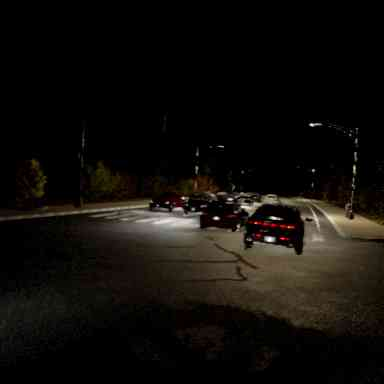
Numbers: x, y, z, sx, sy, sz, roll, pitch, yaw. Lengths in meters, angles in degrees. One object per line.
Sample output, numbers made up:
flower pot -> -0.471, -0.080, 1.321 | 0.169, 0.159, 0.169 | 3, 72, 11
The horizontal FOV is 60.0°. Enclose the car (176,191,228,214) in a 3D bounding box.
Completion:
car -> 0.925, 0.923, 25.464 | 2.128, 1.511, 4.902 | 4, 1, 19

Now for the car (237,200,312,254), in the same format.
car -> 3.196, 1.234, 12.135 | 1.837, 1.490, 4.892 | 5, 0, 21

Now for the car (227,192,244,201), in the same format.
car -> 7.292, 0.697, 55.188 | 1.895, 1.301, 4.718 | 4, 1, 17

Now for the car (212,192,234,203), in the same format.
car -> 4.258, 0.709, 45.320 | 1.994, 1.385, 4.181 | 4, 1, 18

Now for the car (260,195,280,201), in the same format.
car -> 10.138, 1.099, 42.154 | 1.812, 1.442, 4.674 | 4, 1, 18

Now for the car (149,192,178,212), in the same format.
car -> -1.825, 0.744, 27.427 | 1.812, 1.442, 4.674 | 4, 1, 19

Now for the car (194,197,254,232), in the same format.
car -> 1.892, 1.242, 18.010 | 1.994, 1.385, 4.181 | 4, 2, 20

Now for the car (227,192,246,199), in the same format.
car -> 3.836, 0.963, 33.862 | 1.994, 1.385, 4.181 | 4, 1, 19

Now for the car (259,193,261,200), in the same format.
car -> 10.061, 0.802, 53.113 | 2.128, 1.511, 4.902 | 4, 1, 17

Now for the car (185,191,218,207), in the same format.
car -> 1.168, 0.677, 36.046 | 2.128, 1.511, 4.902 | 4, 2, 19

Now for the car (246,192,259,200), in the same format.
car -> 7.041, 0.850, 43.355 | 2.128, 1.511, 4.902 | 4, 1, 18
